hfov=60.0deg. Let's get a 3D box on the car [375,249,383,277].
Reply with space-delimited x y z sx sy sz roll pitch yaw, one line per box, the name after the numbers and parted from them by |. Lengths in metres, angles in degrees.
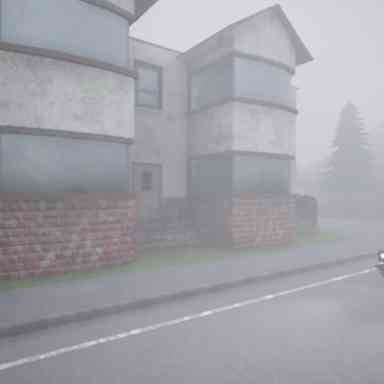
6.822 1.648 8.736 4.718 1.301 1.895 0 0 -35 | car
